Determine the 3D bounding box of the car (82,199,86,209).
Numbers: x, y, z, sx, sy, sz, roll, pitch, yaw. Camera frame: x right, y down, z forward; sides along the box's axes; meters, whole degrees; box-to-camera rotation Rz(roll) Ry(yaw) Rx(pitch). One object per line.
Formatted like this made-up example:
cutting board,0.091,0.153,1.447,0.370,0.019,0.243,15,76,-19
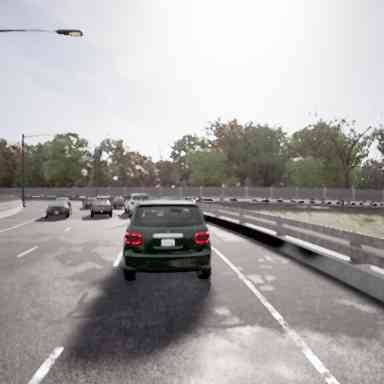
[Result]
car,-13.271,1.512,43.638,1.895,1.301,4.718,0,0,-24

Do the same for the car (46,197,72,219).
car,-11.510,1.468,28.929,1.812,1.442,4.674,0,0,-16

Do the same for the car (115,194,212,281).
car,-0.756,1.199,9.966,2.150,2.045,5.566,0,0,-5

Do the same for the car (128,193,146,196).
car,-5.388,1.153,32.827,2.150,2.045,5.566,0,0,-17

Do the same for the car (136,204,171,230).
car,-2.641,1.553,21.974,1.895,1.301,4.718,0,0,-11

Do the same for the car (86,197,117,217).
car,-8.248,1.430,30.243,2.128,1.511,4.902,0,0,-16

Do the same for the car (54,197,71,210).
car,-16.614,1.421,42.539,1.837,1.490,4.892,0,0,-24
